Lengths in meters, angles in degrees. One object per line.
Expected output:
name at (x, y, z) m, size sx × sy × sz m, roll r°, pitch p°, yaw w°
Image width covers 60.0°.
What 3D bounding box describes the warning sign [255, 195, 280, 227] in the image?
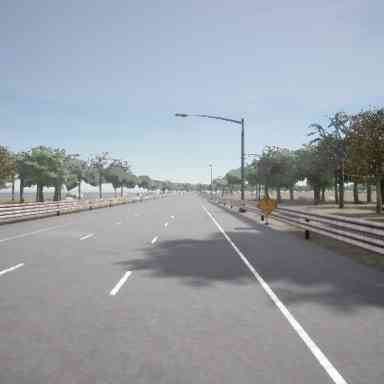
warning sign at (4.550, 1.112, 20.206) m, size 1.300 × 1.860 × 1.060 m, roll 0°, pitch 0°, yaw 0°
